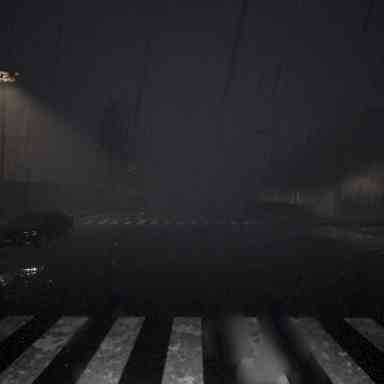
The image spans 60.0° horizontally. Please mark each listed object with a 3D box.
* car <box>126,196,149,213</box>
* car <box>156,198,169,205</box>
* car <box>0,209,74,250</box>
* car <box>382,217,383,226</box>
[{"bbox_3d":[-6.765,1.525,41.941,2.150,2.045,5.566,0,0,1],"label":"car"},{"bbox_3d":[-5.935,1.964,68.056,2.128,1.511,4.902,0,0,8],"label":"car"},{"bbox_3d":[-6.987,1.580,15.109,1.882,1.535,5.008,0,0,0],"label":"car"},{"bbox_3d":[14.662,1.492,21.089,4.553,1.767,2.097,0,0,2],"label":"car"}]
